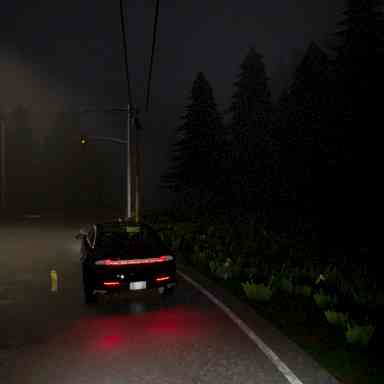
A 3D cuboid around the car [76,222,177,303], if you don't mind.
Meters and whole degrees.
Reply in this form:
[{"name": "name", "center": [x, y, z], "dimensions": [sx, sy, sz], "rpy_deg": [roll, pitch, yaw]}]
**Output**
[{"name": "car", "center": [-1.789, 1.492, 8.351], "dimensions": [2.128, 1.511, 4.902], "rpy_deg": [0, 0, -19]}]
